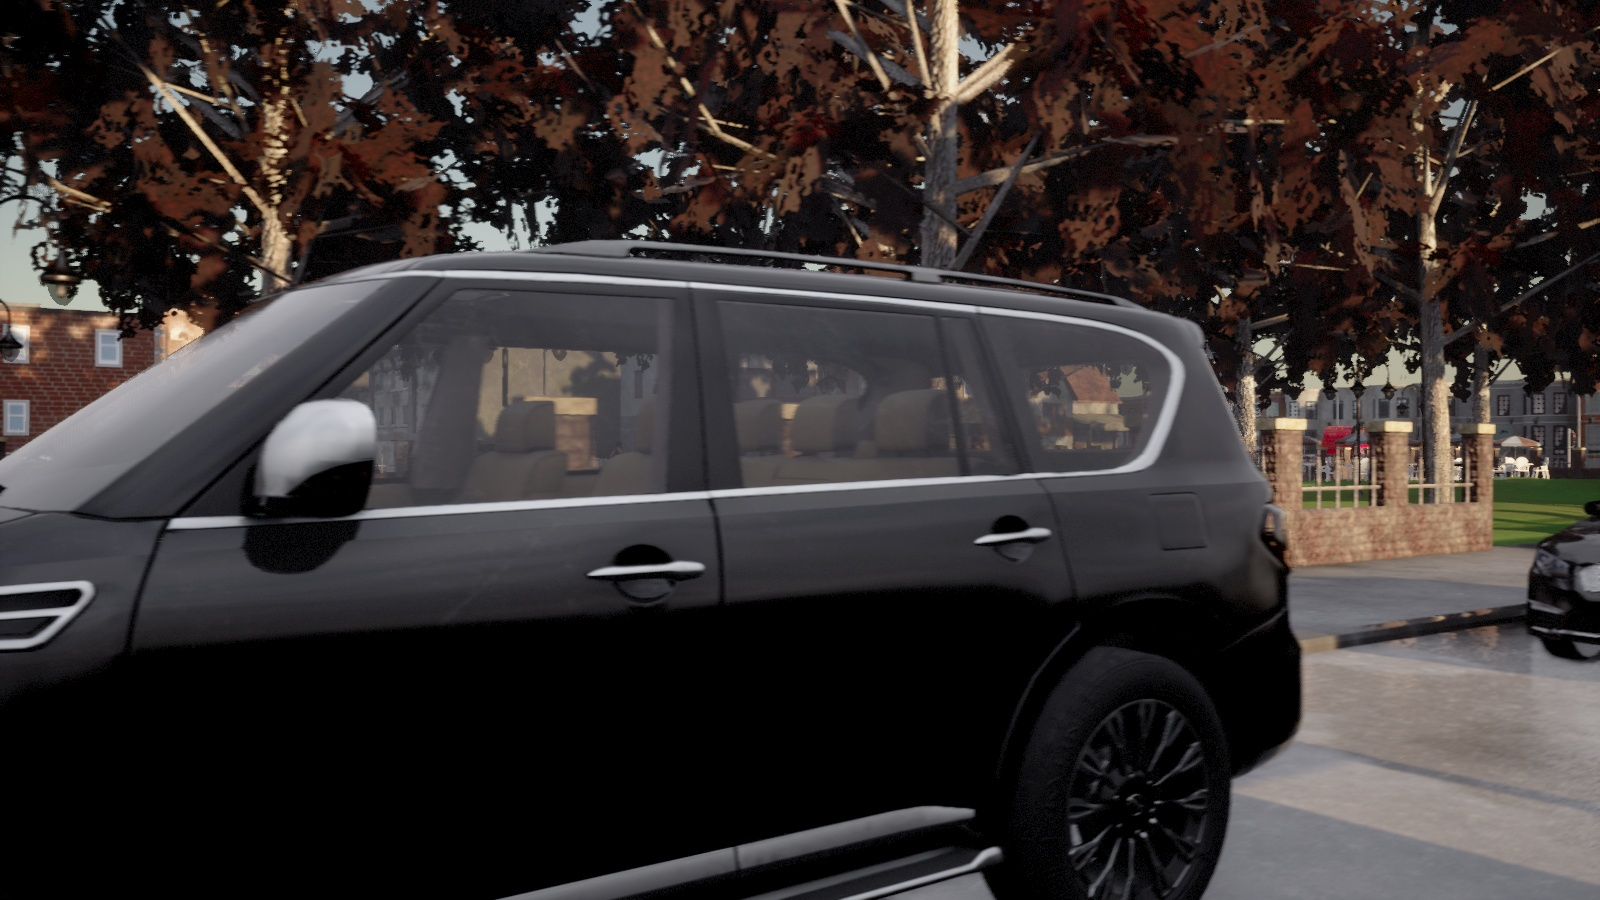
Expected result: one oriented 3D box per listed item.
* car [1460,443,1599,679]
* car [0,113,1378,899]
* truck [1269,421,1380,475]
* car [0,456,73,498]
[{"bbox_3d":[7.241,0.709,9.308,4.902,1.511,2.128,0,0,-35],"label":"car"},{"bbox_3d":[-0.887,0.475,3.656,5.566,2.045,2.150,0,0,-35],"label":"car"},{"bbox_3d":[35.037,-0.105,83.779,7.936,3.462,2.891,0,0,-34],"label":"truck"},{"bbox_3d":[-28.510,0.940,44.466,4.674,1.442,1.812,0,0,-34],"label":"car"}]
